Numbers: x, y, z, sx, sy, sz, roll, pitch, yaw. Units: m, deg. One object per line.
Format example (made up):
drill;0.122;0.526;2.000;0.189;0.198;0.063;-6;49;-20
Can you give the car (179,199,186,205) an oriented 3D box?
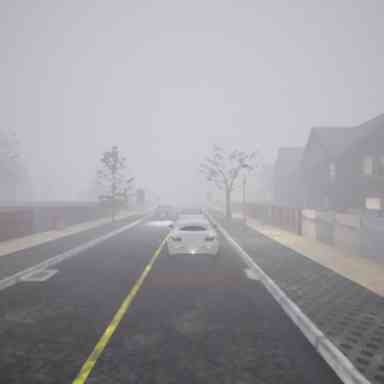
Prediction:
car;-2.761;2.878;95.284;2.097;1.767;4.553;0;-1;0

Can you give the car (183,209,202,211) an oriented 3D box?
car;0.036;1.985;26.775;1.895;1.301;4.718;0;-1;0

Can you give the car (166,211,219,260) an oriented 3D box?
car;0.048;1.711;13.058;1.812;1.442;4.674;0;-1;0

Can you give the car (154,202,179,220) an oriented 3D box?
car;-2.800;1.988;34.253;2.128;1.511;4.902;0;-1;1
